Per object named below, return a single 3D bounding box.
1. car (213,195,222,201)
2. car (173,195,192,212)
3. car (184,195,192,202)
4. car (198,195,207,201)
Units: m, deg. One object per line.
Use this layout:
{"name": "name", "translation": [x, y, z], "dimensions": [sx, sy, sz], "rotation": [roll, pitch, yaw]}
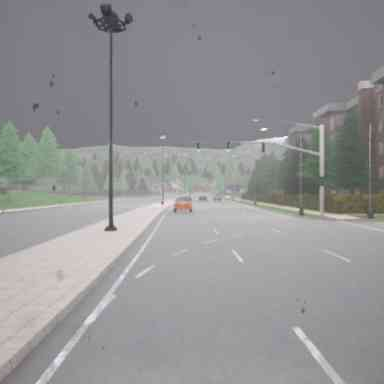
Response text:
{"name": "car", "translation": [6.089, 1.507, 79.539], "dimensions": [2.033, 1.411, 5.357], "rotation": [0, 0, 0]}
{"name": "car", "translation": [-1.021, 1.338, 38.233], "dimensions": [2.097, 1.767, 4.553], "rotation": [0, 0, -1]}
{"name": "car", "translation": [-0.912, 1.494, 79.236], "dimensions": [1.812, 1.442, 4.674], "rotation": [0, 0, 0]}
{"name": "car", "translation": [2.589, 1.446, 79.557], "dimensions": [1.882, 1.535, 5.008], "rotation": [0, 0, 0]}
